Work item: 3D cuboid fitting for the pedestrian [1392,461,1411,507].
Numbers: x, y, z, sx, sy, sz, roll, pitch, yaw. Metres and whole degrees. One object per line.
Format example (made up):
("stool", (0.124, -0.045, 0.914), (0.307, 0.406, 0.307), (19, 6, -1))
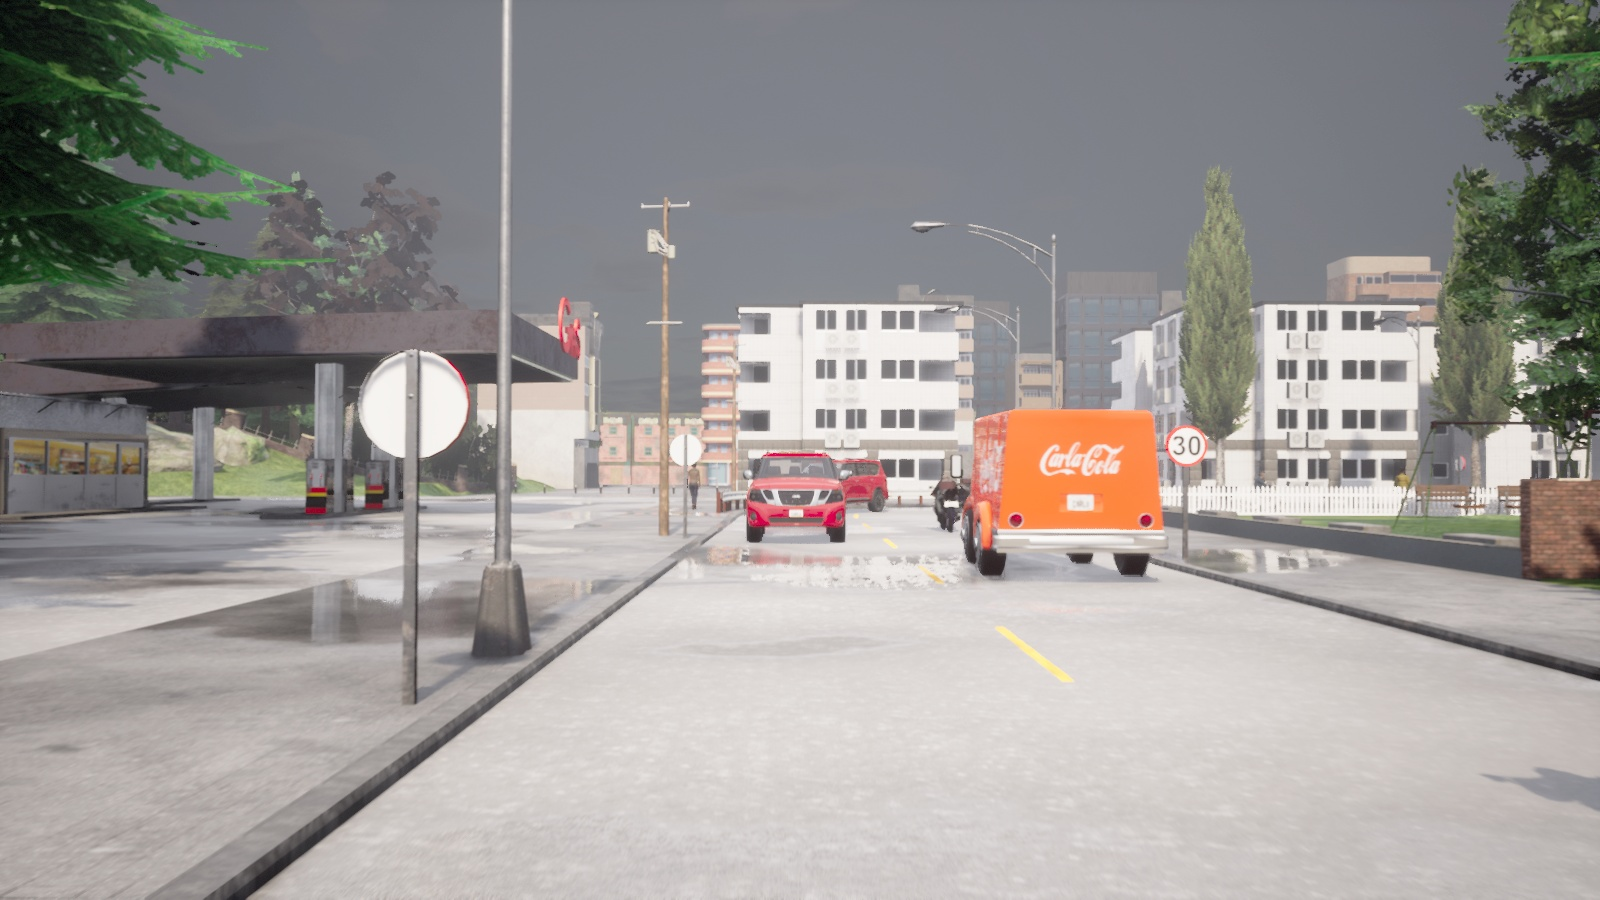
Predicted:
("pedestrian", (24.392, 1.366, 50.909), (0.431, 1.840, 0.709), (0, -1, 2))

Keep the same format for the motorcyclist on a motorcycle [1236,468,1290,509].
("motorcyclist on a motorcycle", (18.443, 1.533, 50.066), (1.817, 1.590, 0.866), (-1, -1, -1))

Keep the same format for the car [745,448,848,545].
("car", (-0.086, 1.025, 29.247), (2.150, 2.045, 5.566), (0, -1, 0))

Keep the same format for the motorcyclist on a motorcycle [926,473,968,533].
("motorcyclist on a motorcycle", (3.905, 1.397, 33.568), (0.866, 1.530, 2.191), (0, -1, 0))

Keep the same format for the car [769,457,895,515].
("car", (1.290, 1.325, 47.418), (2.150, 2.045, 5.566), (-1, -1, 33))

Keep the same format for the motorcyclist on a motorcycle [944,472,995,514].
("motorcyclist on a motorcycle", (6.443, 1.624, 47.617), (0.866, 1.530, 2.191), (1, 0, 39))

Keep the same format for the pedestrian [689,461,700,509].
("pedestrian", (-4.017, 1.342, 47.816), (0.328, 1.805, 0.869), (0, -1, 2))

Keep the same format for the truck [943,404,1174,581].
("truck", (3.941, 0.649, 20.286), (2.627, 2.467, 5.204), (0, -1, 0))
